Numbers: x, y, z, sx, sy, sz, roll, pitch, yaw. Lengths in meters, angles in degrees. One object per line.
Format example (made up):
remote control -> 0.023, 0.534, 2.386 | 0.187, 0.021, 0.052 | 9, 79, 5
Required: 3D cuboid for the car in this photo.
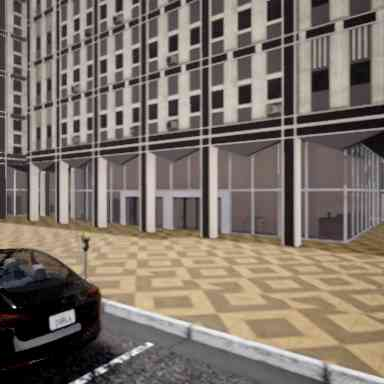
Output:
car -> -3.238, 1.556, 5.187 | 4.313, 1.339, 1.947 | 0, 0, 35
